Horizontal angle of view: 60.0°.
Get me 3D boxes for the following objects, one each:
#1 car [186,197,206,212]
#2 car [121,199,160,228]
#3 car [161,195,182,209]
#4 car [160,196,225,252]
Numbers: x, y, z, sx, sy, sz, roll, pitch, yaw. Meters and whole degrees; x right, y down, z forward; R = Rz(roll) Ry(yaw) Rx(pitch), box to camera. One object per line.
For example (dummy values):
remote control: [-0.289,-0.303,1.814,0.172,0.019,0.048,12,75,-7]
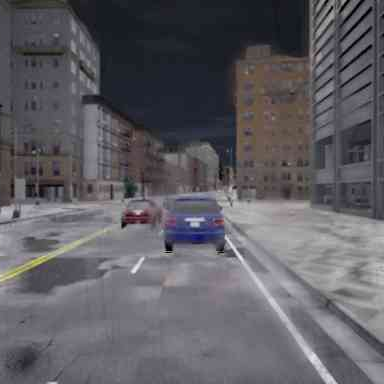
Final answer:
car: [0.495,1.334,36.124,1.994,1.385,4.181,0,0,2]
car: [-3.108,1.238,21.410,2.097,1.767,4.553,0,0,1]
car: [-2.498,1.214,42.029,2.128,1.511,4.902,0,0,3]
car: [0.100,1.155,13.614,2.150,2.045,5.566,0,0,0]
